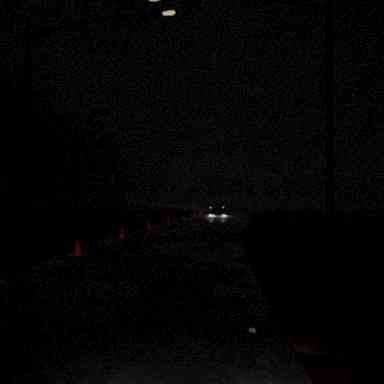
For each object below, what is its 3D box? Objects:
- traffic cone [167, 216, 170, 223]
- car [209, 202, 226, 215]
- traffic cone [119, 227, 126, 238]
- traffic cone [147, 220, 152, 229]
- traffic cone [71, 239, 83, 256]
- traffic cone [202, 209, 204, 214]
[{"bbox_3d":[-1.934,2.289,27.427,0.340,0.580,0.340,0,-1,12],"label":"traffic cone"},{"bbox_3d":[3.390,2.083,44.385,2.097,1.767,4.553,0,-1,6],"label":"car"},{"bbox_3d":[-3.646,2.106,17.375,0.340,0.580,0.340,0,-1,8],"label":"traffic cone"},{"bbox_3d":[-2.881,2.190,22.417,0.340,0.580,0.340,0,-1,10],"label":"traffic cone"},{"bbox_3d":[-4.226,2.039,12.308,0.340,0.580,0.340,0,-1,6],"label":"traffic cone"},{"bbox_3d":[1.033,2.626,41.946,0.340,0.580,0.340,0,-1,8],"label":"traffic cone"}]
